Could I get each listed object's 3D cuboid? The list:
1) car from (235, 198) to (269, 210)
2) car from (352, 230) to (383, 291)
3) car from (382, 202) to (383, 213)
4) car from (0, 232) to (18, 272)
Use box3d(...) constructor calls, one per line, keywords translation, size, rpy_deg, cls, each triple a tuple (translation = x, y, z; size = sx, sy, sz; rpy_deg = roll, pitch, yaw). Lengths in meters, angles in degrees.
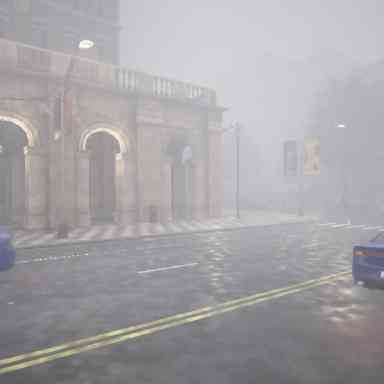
box3d(translation=(7.723, 1.504, 42.921), size=(1.837, 1.490, 4.892), rpy_deg=(0, 0, -36), cls="car")
box3d(translation=(5.803, 1.478, 7.996), size=(5.008, 1.535, 1.882), rpy_deg=(0, 0, -37), cls="car")
box3d(translation=(18.831, 1.221, 27.479), size=(2.150, 2.045, 5.566), rpy_deg=(0, 0, -36), cls="car")
box3d(translation=(-6.868, 1.477, 7.697), size=(5.008, 1.535, 1.882), rpy_deg=(0, 0, -36), cls="car")
